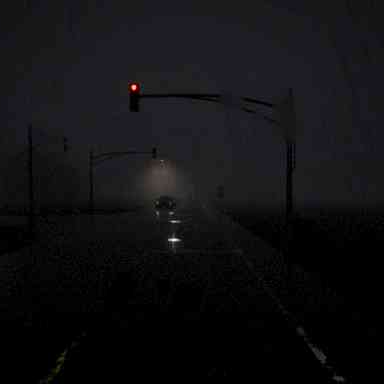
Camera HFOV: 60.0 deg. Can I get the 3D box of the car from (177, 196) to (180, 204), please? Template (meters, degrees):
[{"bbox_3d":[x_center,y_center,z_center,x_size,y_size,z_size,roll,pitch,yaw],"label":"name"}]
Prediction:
[{"bbox_3d":[-3.431,1.308,52.298,2.097,1.767,4.553,0,0,0],"label":"car"}]

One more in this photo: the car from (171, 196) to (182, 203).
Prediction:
[{"bbox_3d":[-3.286,1.476,70.859,1.994,1.385,4.181,0,0,0],"label":"car"}]

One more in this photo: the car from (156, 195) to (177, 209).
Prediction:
[{"bbox_3d":[-3.459,1.320,43.517,2.097,1.767,4.553,0,0,0],"label":"car"}]

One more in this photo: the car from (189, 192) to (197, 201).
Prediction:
[{"bbox_3d":[0.260,1.115,85.836,2.150,2.045,5.566,0,0,0],"label":"car"}]

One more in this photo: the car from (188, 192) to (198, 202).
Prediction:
[{"bbox_3d":[0.229,1.269,75.622,2.097,1.767,4.553,0,0,0],"label":"car"}]
